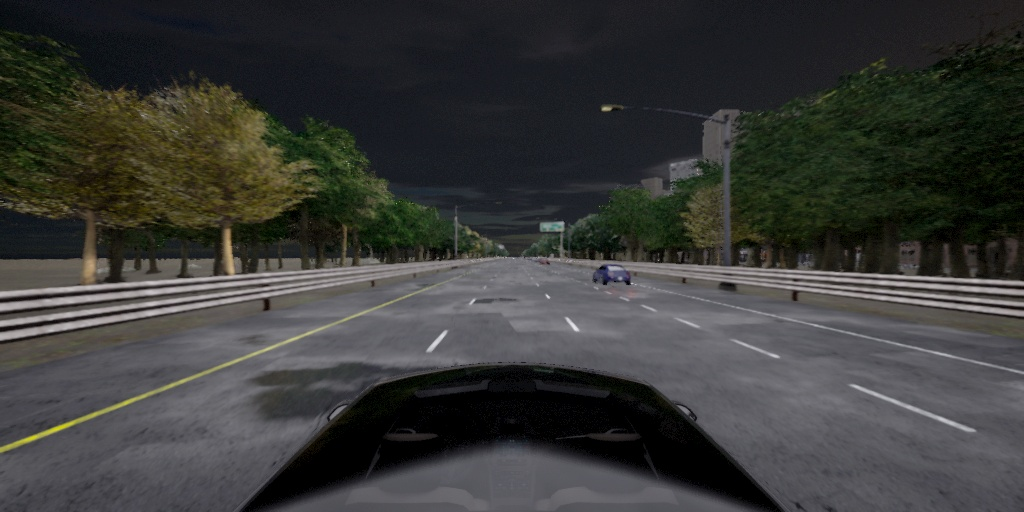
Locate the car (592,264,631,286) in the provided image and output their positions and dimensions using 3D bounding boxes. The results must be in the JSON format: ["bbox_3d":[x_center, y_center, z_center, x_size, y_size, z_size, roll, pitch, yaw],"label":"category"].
[{"bbox_3d":[7.035,1.296,25.572,1.812,1.442,4.674,0,0,0],"label":"car"}]
